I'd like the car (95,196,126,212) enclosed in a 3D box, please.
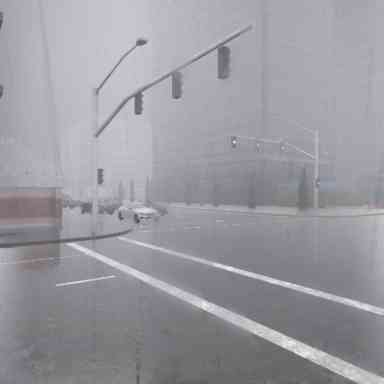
[{"bbox_3d":[-9.740,1.352,39.598,2.097,1.767,4.553,0,0,-36],"label":"car"}]

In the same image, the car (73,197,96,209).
[{"bbox_3d":[-15.369,1.526,47.478,1.812,1.442,4.674,0,0,-35],"label":"car"}]

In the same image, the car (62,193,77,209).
[{"bbox_3d":[-17.353,1.220,44.226,2.150,2.045,5.566,0,0,-35],"label":"car"}]

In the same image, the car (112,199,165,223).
[{"bbox_3d":[-4.250,1.526,25.923,1.812,1.442,4.674,0,0,-36],"label":"car"}]

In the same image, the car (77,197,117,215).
[{"bbox_3d":[-9.476,1.352,33.222,2.097,1.767,4.553,0,0,-36],"label":"car"}]

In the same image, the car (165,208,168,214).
[{"bbox_3d":[-4.360,1.547,32.085,2.033,1.411,5.357,0,0,-36],"label":"car"}]
